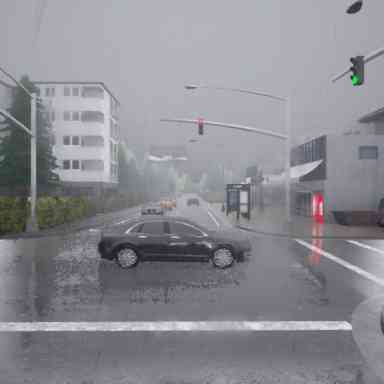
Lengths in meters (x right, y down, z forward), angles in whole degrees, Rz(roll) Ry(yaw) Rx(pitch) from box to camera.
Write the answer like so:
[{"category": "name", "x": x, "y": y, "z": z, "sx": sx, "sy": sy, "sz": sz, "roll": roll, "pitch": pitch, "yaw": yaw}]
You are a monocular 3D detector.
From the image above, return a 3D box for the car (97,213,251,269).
[{"category": "car", "x": -0.545, "y": 1.576, "z": 10.800, "sx": 4.892, "sy": 1.490, "sz": 1.837, "roll": 0, "pitch": -1, "yaw": 0}]

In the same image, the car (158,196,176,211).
[{"category": "car", "x": -3.497, "y": 1.352, "z": 40.733, "sx": 2.097, "sy": 1.767, "sz": 4.553, "roll": 0, "pitch": 0, "yaw": 0}]

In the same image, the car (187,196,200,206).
[{"category": "car", "x": 0.242, "y": 1.505, "z": 54.202, "sx": 1.837, "sy": 1.490, "sz": 4.892, "roll": 0, "pitch": 0, "yaw": 1}]

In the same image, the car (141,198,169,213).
[{"category": "car", "x": -3.527, "y": 1.564, "z": 31.031, "sx": 1.994, "sy": 1.385, "sz": 4.181, "roll": 0, "pitch": 0, "yaw": 0}]
